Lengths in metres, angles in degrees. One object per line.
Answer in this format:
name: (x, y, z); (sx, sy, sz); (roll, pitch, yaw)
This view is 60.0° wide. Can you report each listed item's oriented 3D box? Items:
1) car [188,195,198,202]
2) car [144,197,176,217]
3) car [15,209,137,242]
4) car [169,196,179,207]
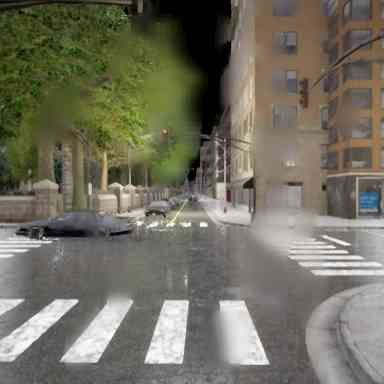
car: (0.198, 1.390, 70.777); (1.812, 1.442, 4.674); (0, 0, 0)
car: (-3.004, 1.512, 30.667); (2.033, 1.411, 5.357); (0, 0, 4)
car: (-5.375, 1.536, 15.848); (5.357, 1.411, 2.033); (0, 0, 1)
car: (-3.004, 1.445, 40.740); (1.837, 1.490, 4.892); (0, 0, 0)
